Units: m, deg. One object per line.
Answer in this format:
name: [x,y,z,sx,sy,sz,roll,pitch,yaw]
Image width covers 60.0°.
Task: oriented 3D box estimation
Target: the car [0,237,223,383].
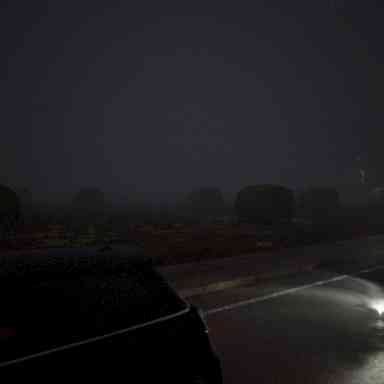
car: [-1.993,1.348,2.576,4.553,1.767,2.097,0,0,-35]
